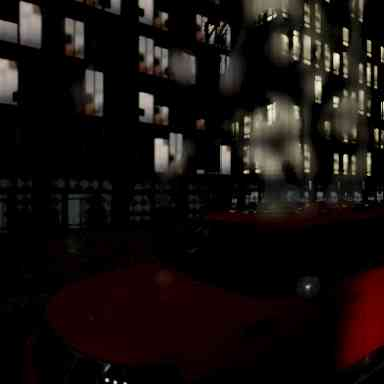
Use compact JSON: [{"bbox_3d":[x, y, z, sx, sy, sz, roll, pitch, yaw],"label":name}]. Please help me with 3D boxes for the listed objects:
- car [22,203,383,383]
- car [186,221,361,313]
[{"bbox_3d":[1.042,1.200,4.115,5.566,2.045,2.150,0,0,-35],"label":"car"},{"bbox_3d":[2.093,1.539,8.036,4.206,1.307,1.802,0,1,-35],"label":"car"}]
